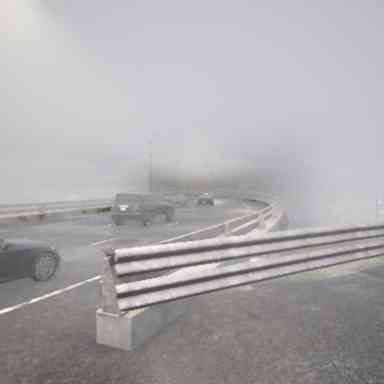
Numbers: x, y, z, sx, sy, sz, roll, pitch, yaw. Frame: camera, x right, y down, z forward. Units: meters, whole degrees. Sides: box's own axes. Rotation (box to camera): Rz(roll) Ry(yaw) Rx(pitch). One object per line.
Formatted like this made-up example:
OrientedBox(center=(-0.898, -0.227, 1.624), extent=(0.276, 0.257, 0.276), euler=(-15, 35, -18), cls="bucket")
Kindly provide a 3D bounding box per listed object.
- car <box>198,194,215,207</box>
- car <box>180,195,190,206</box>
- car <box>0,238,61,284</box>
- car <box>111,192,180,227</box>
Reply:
OrientedBox(center=(1.867, 1.041, 42.836), extent=(1.882, 1.535, 5.008), euler=(0, 1, 8), cls="car")
OrientedBox(center=(-1.428, 1.102, 44.248), extent=(2.033, 1.411, 5.357), euler=(0, 1, 6), cls="car")
OrientedBox(center=(-5.029, 1.462, 7.027), extent=(1.812, 1.442, 4.674), euler=(0, 1, 27), cls="car")
OrientedBox(center=(-2.982, 1.011, 21.208), extent=(2.150, 2.045, 5.566), euler=(0, 1, 19), cls="car")
